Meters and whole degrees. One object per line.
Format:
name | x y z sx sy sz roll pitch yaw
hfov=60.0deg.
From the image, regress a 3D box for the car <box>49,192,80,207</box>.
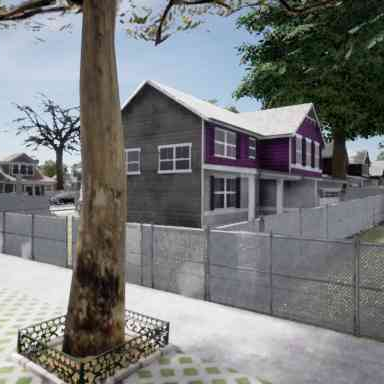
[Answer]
car | -14.046 0.757 37.345 2.128 1.511 4.902 0 2 36
